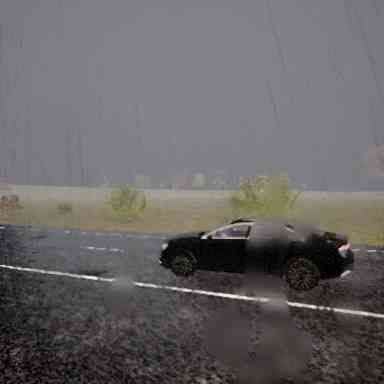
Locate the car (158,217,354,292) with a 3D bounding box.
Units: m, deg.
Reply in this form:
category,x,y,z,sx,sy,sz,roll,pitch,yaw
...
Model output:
category,x,y,z,sx,sy,sz,roll,pitch,yaw
car,1.468,1.416,8.588,4.902,1.511,2.128,0,0,24
